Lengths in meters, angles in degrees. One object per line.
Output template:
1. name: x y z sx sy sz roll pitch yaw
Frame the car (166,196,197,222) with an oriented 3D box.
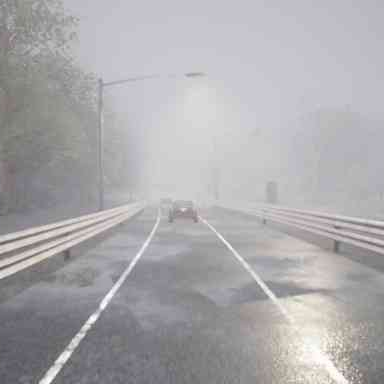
1. car: -0.792 1.349 26.336 2.097 1.767 4.553 0 0 -4

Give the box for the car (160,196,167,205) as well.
1. car: -4.797 1.464 60.484 1.882 1.535 5.008 0 0 -10
